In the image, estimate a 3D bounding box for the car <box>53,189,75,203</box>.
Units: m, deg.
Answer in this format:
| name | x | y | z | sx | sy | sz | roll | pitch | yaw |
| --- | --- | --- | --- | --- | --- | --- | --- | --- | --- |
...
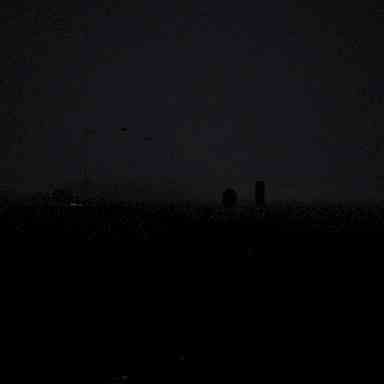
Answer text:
| name | x | y | z | sx | sy | sz | roll | pitch | yaw |
| --- | --- | --- | --- | --- | --- | --- | --- | --- | --- |
| car | -19.204 | 0.557 | 49.761 | 2.150 | 2.045 | 5.566 | 1 | 0 | -34 |
